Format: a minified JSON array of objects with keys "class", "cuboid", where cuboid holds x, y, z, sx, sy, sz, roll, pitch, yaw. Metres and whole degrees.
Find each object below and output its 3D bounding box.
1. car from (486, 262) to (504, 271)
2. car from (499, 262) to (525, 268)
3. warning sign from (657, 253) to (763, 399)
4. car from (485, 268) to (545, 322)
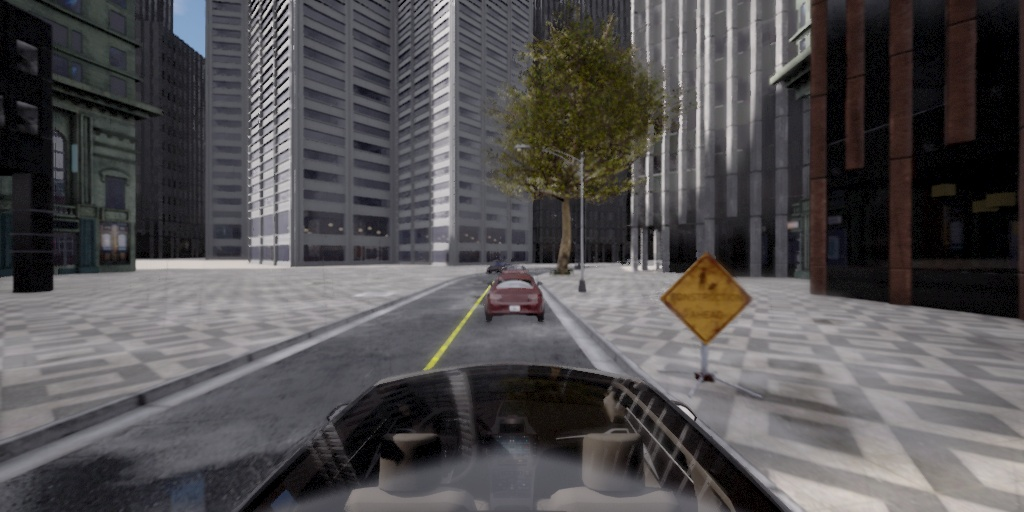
[{"class":"car","cuboid":[-1.306,1.362,40.365,2.033,1.411,5.357,0,0,14]},{"class":"car","cuboid":[0.299,1.415,29.778,1.895,1.301,4.718,0,0,3]},{"class":"warning sign","cuboid":[2.719,0.880,5.075,1.300,1.860,1.060,0,0,0]},{"class":"car","cuboid":[0.090,1.314,12.407,1.812,1.442,4.674,0,0,0]}]
